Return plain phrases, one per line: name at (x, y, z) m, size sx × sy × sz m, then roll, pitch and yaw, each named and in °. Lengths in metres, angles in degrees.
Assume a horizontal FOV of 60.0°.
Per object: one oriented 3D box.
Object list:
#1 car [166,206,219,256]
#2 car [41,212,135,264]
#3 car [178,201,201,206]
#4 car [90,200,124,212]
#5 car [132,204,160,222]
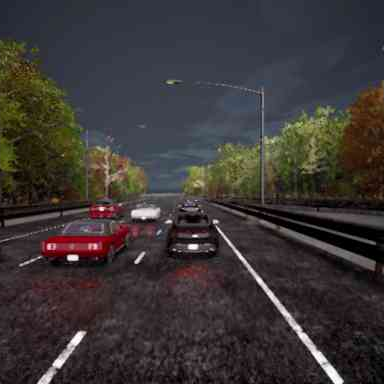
car at (0.022, 1.531, 13.179) m, size 1.837 × 1.490 × 4.892 m, roll 0°, pitch 0°, yaw 0°
car at (-3.466, 1.625, 11.877) m, size 1.895 × 1.301 × 4.718 m, roll 0°, pitch 0°, yaw 0°
car at (-0.196, 1.561, 28.805) m, size 2.128 × 1.511 × 4.902 m, roll 0°, pitch 0°, yaw -1°
car at (-7.194, 1.423, 28.500) m, size 2.097 × 1.767 × 4.553 m, roll 0°, pitch 0°, yaw -1°
car at (-3.667, 1.667, 27.246) m, size 1.895 × 1.301 × 4.718 m, roll 0°, pitch 0°, yaw -1°
